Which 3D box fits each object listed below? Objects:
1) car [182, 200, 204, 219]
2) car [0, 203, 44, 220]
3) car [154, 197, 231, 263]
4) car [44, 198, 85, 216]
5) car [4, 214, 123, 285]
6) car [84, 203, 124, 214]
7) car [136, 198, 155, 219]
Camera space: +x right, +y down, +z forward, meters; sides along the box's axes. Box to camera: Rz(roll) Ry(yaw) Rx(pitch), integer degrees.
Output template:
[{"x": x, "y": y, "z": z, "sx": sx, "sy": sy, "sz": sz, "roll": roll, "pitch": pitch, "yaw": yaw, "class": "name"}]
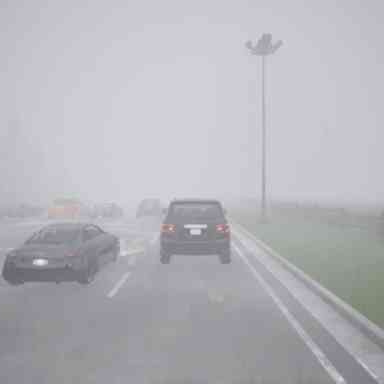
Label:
[{"x": 0.082, "y": 1.467, "z": 29.769, "sx": 1.812, "sy": 1.442, "sz": 4.674, "roll": 0, "pitch": 0, "yaw": 0, "class": "car"}, {"x": -13.904, "y": 1.548, "z": 27.160, "sx": 1.895, "sy": 1.301, "sz": 4.718, "roll": 0, "pitch": 0, "yaw": 0, "class": "car"}, {"x": 0.099, "y": 1.198, "z": 12.005, "sx": 2.150, "sy": 2.045, "sz": 5.566, "roll": 0, "pitch": 0, "yaw": 0, "class": "car"}, {"x": -10.405, "y": 1.296, "z": 28.439, "sx": 2.097, "sy": 1.767, "sz": 4.553, "roll": 0, "pitch": 0, "yaw": 0, "class": "car"}, {"x": -3.401, "y": 1.545, "z": 9.468, "sx": 1.994, "sy": 1.385, "sz": 4.181, "roll": 0, "pitch": 0, "yaw": 0, "class": "car"}, {"x": -6.903, "y": 1.547, "z": 27.171, "sx": 1.895, "sy": 1.301, "sz": 4.718, "roll": 0, "pitch": 0, "yaw": 0, "class": "car"}, {"x": -3.404, "y": 1.296, "z": 28.435, "sx": 2.097, "sy": 1.767, "sz": 4.553, "roll": 0, "pitch": 0, "yaw": 0, "class": "car"}]
